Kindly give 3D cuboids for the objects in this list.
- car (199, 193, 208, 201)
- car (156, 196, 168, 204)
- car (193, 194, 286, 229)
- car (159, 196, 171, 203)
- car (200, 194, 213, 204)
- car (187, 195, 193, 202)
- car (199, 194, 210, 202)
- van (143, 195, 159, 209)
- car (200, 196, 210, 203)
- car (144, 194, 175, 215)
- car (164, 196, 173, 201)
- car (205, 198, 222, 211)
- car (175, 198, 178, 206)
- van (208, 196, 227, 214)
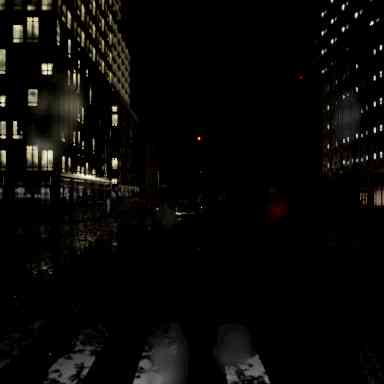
[{"bbox_3d":[2.833,1.305,85.729,2.192,1.841,5.009,0,0,0],"label":"car"},{"bbox_3d":[-5.651,1.561,63.610,1.947,1.339,4.313,0,0,0],"label":"car"},{"bbox_3d":[3.227,1.243,21.583,5.566,2.045,2.150,1,1,23],"label":"car"},{"bbox_3d":[-5.626,1.544,69.148,2.008,1.369,4.403,0,0,0],"label":"car"},{"bbox_3d":[2.730,1.309,63.571,2.192,1.841,5.009,0,0,0],"label":"car"},{"bbox_3d":[0.079,1.348,72.801,2.097,1.767,4.553,0,0,0],"label":"car"},{"bbox_3d":[2.781,1.307,74.650,2.192,1.841,5.009,0,0,0],"label":"car"},{"bbox_3d":[-5.727,1.338,46.992,1.690,1.788,3.998,0,0,0],"label":"van"},{"bbox_3d":[2.755,1.538,69.110,1.887,1.381,4.507,0,0,0],"label":"car"},{"bbox_3d":[-3.200,1.220,33.569,2.150,2.045,5.566,0,0,0],"label":"car"},{"bbox_3d":[-5.574,1.573,80.228,1.802,1.307,4.206,0,0,0],"label":"car"},{"bbox_3d":[2.650,1.542,41.417,1.887,1.381,4.507,0,0,0],"label":"car"},{"bbox_3d":[-3.155,1.523,43.348,1.812,1.442,4.674,0,0,0],"label":"car"},{"bbox_3d":[2.715,1.338,35.879,1.690,1.788,3.998,0,0,0],"label":"van"}]
